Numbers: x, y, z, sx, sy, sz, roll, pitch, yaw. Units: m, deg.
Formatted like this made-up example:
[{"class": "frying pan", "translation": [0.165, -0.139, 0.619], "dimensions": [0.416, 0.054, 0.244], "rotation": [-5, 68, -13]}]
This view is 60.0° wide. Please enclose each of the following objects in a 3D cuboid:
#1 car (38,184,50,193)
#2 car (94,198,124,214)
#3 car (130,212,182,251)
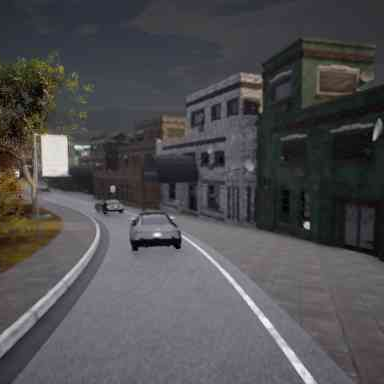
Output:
[{"class": "car", "translation": [-29.576, -0.737, 65.836], "dimensions": [2.097, 1.767, 4.553], "rotation": [-3, 5, -33]}, {"class": "car", "translation": [-8.175, 1.339, 32.611], "dimensions": [2.033, 1.411, 5.357], "rotation": [-2, 2, -28]}, {"class": "car", "translation": [-1.666, 1.551, 14.299], "dimensions": [1.994, 1.385, 4.181], "rotation": [-1, 0, -11]}]
